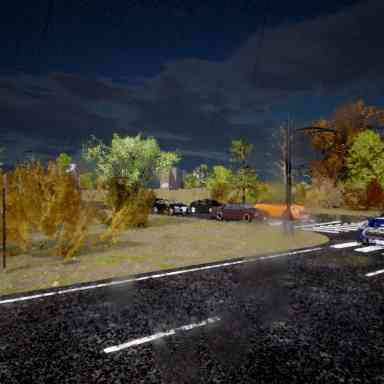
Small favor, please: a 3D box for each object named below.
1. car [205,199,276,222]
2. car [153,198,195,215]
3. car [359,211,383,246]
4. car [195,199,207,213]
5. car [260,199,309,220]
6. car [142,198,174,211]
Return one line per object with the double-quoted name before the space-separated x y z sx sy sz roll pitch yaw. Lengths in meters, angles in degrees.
"car" 3.749 1.560 26.709 2.033 1.411 5.357 0 0 -38
"car" -2.269 1.494 34.365 2.128 1.511 4.902 0 0 -38
"car" 9.141 1.377 14.250 4.553 1.767 2.097 0 0 -36
"car" 1.715 1.488 34.555 1.837 1.490 4.892 0 0 -38
"car" 7.303 1.345 27.445 2.097 1.767 4.553 0 0 -38
"car" -4.397 1.499 42.330 1.812 1.442 4.674 0 0 -38
